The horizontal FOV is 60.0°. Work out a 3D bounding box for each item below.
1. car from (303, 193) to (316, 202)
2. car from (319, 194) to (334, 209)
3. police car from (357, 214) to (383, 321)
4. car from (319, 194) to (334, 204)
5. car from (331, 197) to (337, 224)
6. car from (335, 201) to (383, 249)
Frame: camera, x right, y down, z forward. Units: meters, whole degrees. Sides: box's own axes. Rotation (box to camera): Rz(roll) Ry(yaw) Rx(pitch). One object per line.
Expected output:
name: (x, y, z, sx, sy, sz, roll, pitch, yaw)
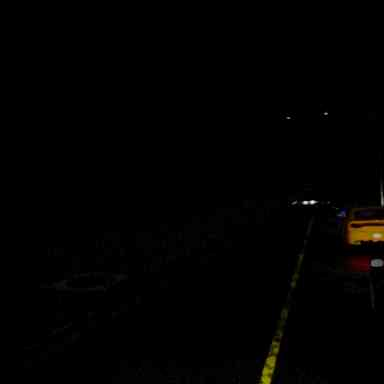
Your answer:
car: (22.386, 1.102, 63.891, 1.994, 1.385, 4.181, -2, 0, 21)
car: (16.115, 1.182, 39.307, 2.033, 1.411, 5.357, -2, 0, 21)
police car: (3.498, 1.315, 4.192, 1.930, 1.638, 5.238, -2, 0, 21)
car: (21.191, 1.081, 52.478, 1.994, 1.385, 4.181, -2, 0, 21)
car: (9.226, 1.242, 19.016, 1.882, 1.535, 5.008, -2, 0, 21)
car: (7.064, 1.289, 13.418, 1.882, 1.535, 5.008, -2, 0, 21)
